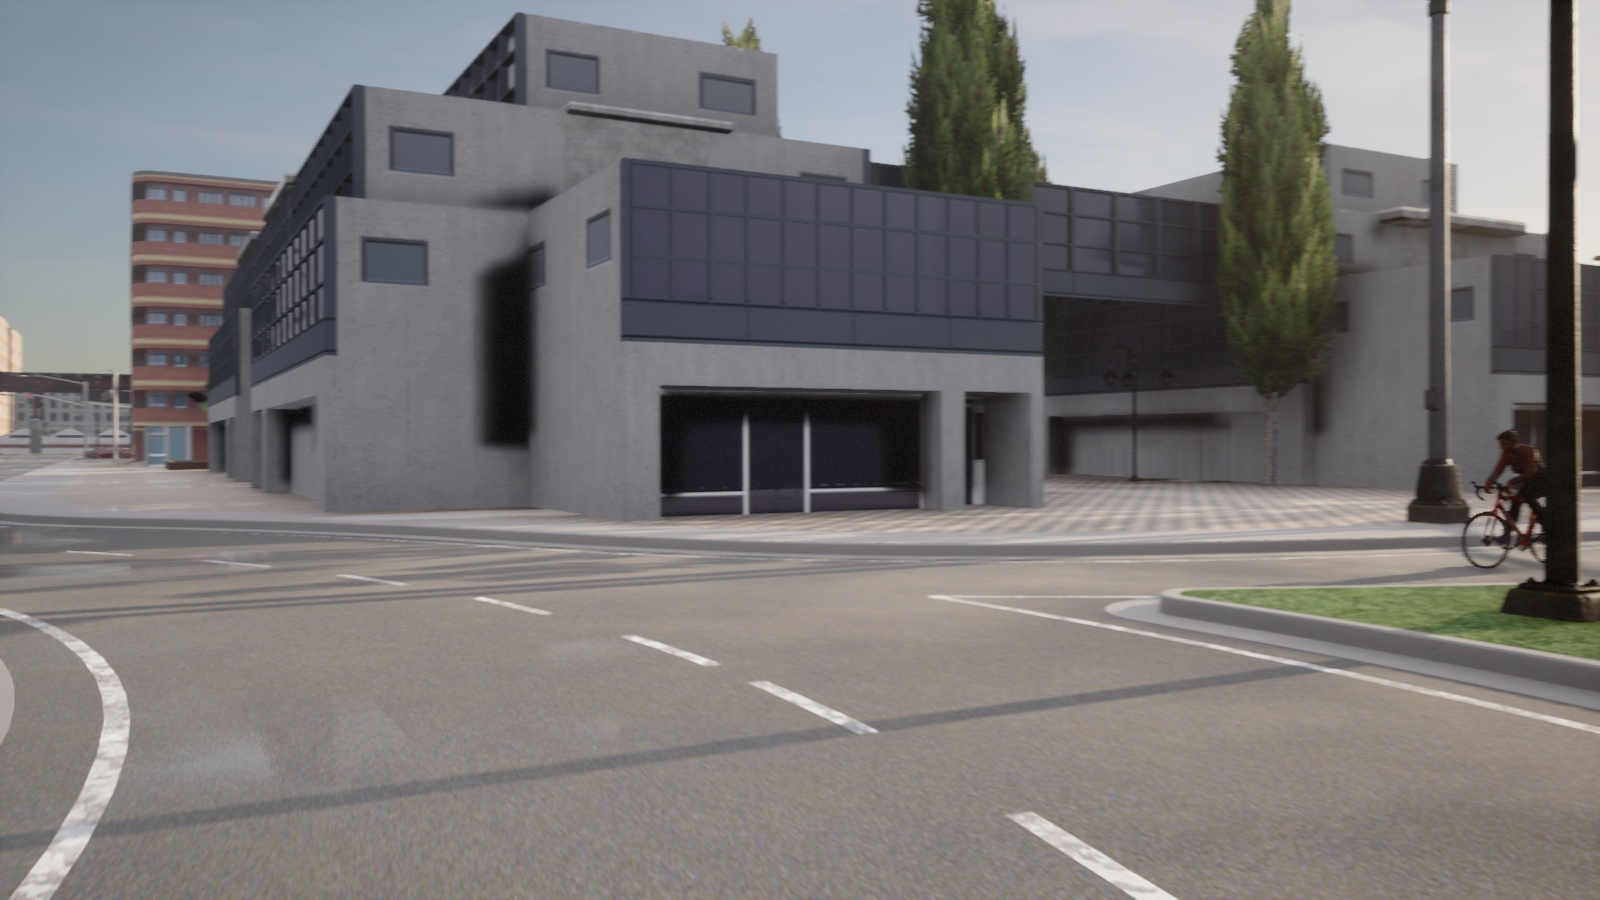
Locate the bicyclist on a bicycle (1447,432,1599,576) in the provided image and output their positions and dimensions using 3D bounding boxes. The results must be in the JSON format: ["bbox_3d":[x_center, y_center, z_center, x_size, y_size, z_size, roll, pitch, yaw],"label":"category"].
[{"bbox_3d":[8.457,0.605,14.643,1.656,1.620,0.582,0,0,-15],"label":"bicyclist on a bicycle"}]
